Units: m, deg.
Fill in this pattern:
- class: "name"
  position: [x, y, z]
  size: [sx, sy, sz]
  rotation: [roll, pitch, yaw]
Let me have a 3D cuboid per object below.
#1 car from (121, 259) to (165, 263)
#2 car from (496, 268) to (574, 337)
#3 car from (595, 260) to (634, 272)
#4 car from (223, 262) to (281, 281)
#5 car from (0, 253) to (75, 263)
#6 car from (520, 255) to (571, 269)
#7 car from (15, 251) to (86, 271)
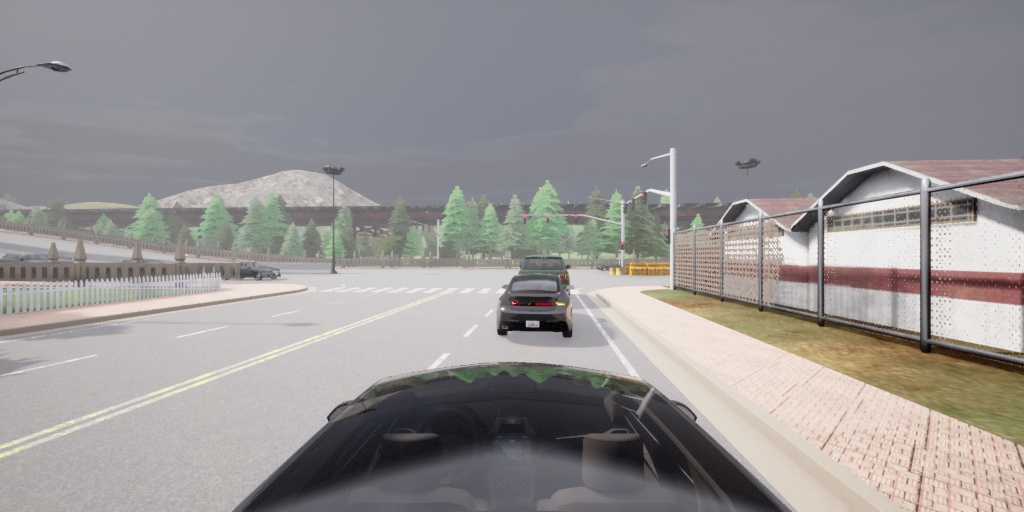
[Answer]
- class: "car"
  position: [-31.000, 1.051, 30.593]
  size: [4.553, 1.767, 2.097]
  rotation: [1, 0, 4]
- class: "car"
  position: [0.717, 1.255, 10.313]
  size: [1.837, 1.490, 4.892]
  rotation: [0, 0, 6]
- class: "car"
  position: [13.042, 1.241, 45.214]
  size: [4.902, 1.511, 2.128]
  rotation: [0, 0, 4]
- class: "car"
  position: [-21.915, 1.239, 29.927]
  size: [4.902, 1.511, 2.128]
  rotation: [0, 0, 5]
- class: "car"
  position: [-41.887, 0.595, 31.392]
  size: [4.553, 1.767, 2.097]
  rotation: [4, 0, 4]
- class: "car"
  position: [1.484, 0.971, 16.323]
  size: [2.150, 2.045, 5.566]
  rotation: [0, 0, 7]
- class: "car"
  position: [-45.221, 0.485, 35.165]
  size: [4.892, 1.490, 1.837]
  rotation: [5, 0, 5]
